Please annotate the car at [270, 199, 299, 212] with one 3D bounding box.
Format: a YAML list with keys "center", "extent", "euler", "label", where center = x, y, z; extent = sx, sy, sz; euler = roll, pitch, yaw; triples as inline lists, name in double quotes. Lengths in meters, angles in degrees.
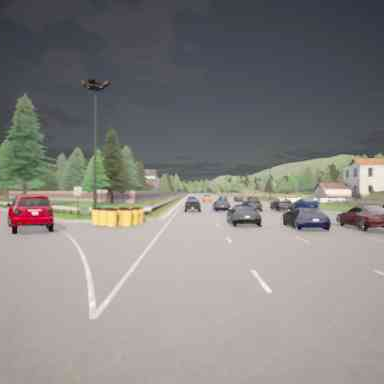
- center: [10.582, 1.520, 39.581]
  extent: [2.128, 1.511, 4.902]
  euler: [0, 0, 0]
  label: "car"

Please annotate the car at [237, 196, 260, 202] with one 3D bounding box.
- center: [7.081, 1.520, 39.578]
  extent: [2.128, 1.511, 4.902]
  euler: [0, 0, 0]
  label: "car"

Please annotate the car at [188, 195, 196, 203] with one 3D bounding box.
- center: [-0.034, 1.532, 75.156]
  extent: [1.882, 1.535, 5.008]
  euler: [0, 0, 0]
  label: "car"

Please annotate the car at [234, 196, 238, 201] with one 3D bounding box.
- center: [10.466, 1.593, 74.744]
  extent: [2.033, 1.411, 5.357]
  euler: [0, 0, 0]
  label: "car"

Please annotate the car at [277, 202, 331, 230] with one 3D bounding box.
- center: [7.091, 1.579, 21.038]
  extent: [1.994, 1.385, 4.181]
  euler: [0, 0, 0]
  label: "car"

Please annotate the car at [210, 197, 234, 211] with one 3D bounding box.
- center: [3.580, 1.593, 40.380]
  extent: [1.994, 1.385, 4.181]
  euler: [0, 0, 0]
  label: "car"

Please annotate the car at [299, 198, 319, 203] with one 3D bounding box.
- center: [14.081, 1.507, 41.214]
  extent: [1.882, 1.535, 5.008]
  euler: [0, 0, 0]
  label: "car"

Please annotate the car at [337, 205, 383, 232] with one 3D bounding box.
- center: [10.577, 1.540, 20.272]
  extent: [1.812, 1.442, 4.674]
  euler: [0, 0, 0]
  label: "car"

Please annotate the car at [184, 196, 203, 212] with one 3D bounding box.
- center: [0.084, 1.533, 39.652]
  extent: [1.837, 1.490, 4.892]
  euler: [0, 0, 0]
  label: "car"

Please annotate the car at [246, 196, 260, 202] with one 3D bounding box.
- center: [13.965, 1.595, 76.412]
  extent: [2.033, 1.411, 5.357]
  euler: [0, 0, 0]
  label: "car"

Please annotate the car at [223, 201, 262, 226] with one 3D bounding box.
- center: [3.589, 1.581, 23.456]
  extent: [1.994, 1.385, 4.181]
  euler: [0, 0, 0]
  label: "car"

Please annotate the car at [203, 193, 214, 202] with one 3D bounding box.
- center: [3.465, 1.410, 75.961]
  extent: [2.097, 1.767, 4.553]
  euler: [0, 0, 0]
  label: "car"

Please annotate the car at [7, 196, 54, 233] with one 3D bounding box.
- center: [-9.803, 1.236, 20.123]
  extent: [2.150, 2.045, 5.566]
  euler: [0, 0, -31]
  label: "car"
